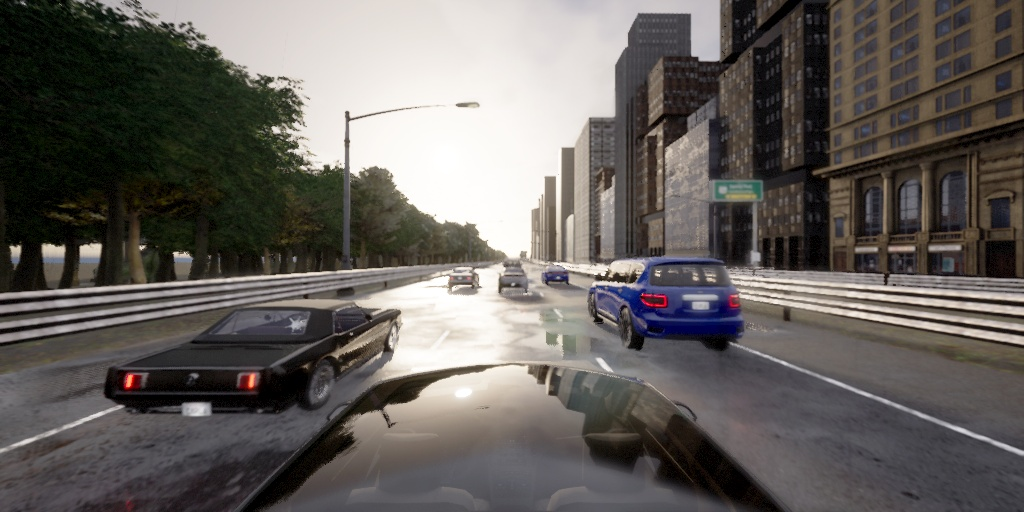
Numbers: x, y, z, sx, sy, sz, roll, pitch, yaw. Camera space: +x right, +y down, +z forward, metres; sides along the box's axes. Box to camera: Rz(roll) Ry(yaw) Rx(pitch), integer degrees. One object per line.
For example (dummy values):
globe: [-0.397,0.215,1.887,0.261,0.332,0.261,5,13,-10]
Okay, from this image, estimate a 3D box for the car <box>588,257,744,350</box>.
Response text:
car: [3.585,1.065,9.501,2.150,2.045,5.566,0,-1,0]

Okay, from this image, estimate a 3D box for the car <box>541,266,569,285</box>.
car: [3.556,1.558,30.122,1.882,1.535,5.008,0,-1,0]

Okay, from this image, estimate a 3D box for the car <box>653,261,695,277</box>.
car: [22.195,1.717,49.438,2.150,2.045,5.566,0,-1,-18]

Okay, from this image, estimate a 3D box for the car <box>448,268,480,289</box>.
car: [-3.437,1.571,26.202,2.033,1.411,5.357,0,-1,0]

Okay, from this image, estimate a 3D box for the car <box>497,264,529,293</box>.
car: [0.066,1.487,23.281,2.128,1.511,4.902,0,-1,0]

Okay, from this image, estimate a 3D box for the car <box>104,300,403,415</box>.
car: [-3.410,1.395,6.104,1.895,1.301,4.718,0,-1,0]

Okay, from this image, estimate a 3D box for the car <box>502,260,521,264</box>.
car: [0.041,1.423,40.623,2.150,2.045,5.566,0,0,0]
